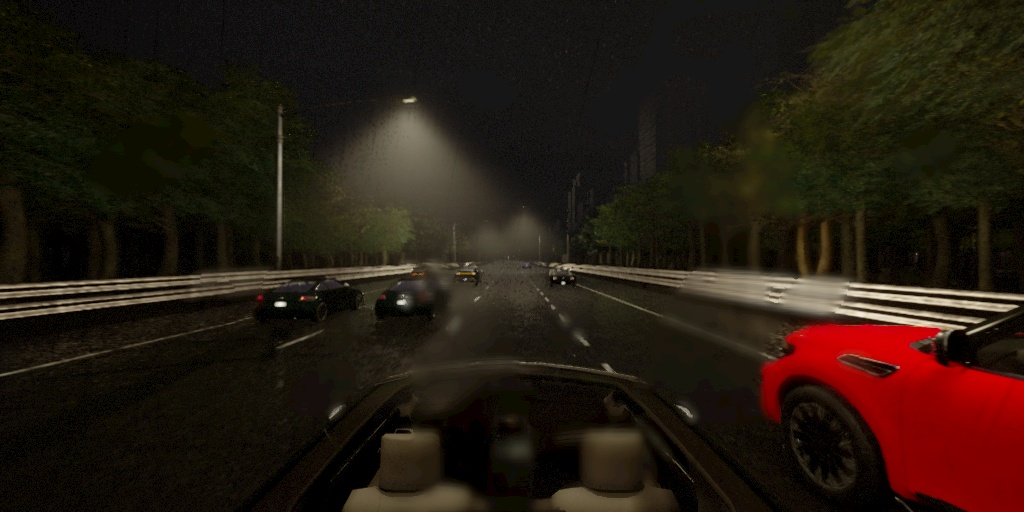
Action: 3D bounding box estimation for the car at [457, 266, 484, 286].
[{"bbox_3d":[-3.405,1.540,28.827,2.128,1.511,4.902,0,-1,0],"label":"car"}]

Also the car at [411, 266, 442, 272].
[{"bbox_3d":[-6.905,1.554,28.868,1.837,1.490,4.892,0,-1,0],"label":"car"}]

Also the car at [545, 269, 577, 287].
[{"bbox_3d":[3.595,1.632,27.287,1.895,1.301,4.718,0,-1,0],"label":"car"}]

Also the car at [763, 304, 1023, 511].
[{"bbox_3d":[3.584,0.969,1.206,2.150,2.045,5.566,0,0,0],"label":"car"}]

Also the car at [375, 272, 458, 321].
[{"bbox_3d":[-3.403,1.439,13.158,1.994,1.385,4.181,0,-1,0],"label":"car"}]

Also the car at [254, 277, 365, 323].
[{"bbox_3d":[-6.903,1.433,12.698,1.994,1.385,4.181,0,-1,0],"label":"car"}]
